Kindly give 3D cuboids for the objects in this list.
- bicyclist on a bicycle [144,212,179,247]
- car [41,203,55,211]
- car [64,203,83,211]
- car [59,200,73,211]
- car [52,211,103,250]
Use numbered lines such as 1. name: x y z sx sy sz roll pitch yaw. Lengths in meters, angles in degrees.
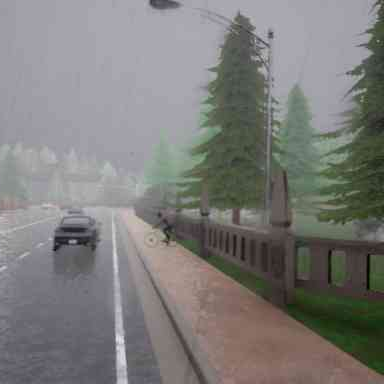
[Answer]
1. bicyclist on a bicycle: -1.375 1.763 15.388 1.656 1.620 0.582 2 -2 -14
2. car: -28.209 2.830 65.094 1.882 1.535 5.008 2 -2 -14
3. car: -16.858 2.712 48.326 1.895 1.301 4.718 2 -2 -13
4. car: -24.795 2.687 65.894 2.150 2.045 5.566 2 -2 -14
5. car: -5.520 1.891 16.249 1.837 1.490 4.892 2 -2 -13
